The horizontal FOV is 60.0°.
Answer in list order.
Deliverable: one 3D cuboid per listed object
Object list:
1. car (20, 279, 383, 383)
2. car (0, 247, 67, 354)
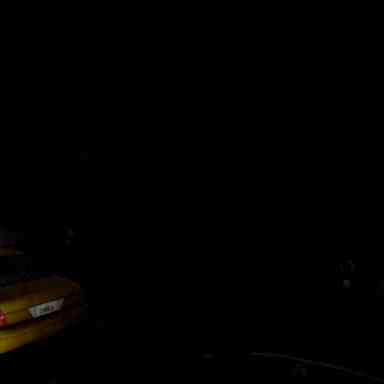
[{"bbox_3d":[0.813,1.566,2.499,4.313,1.339,1.947,0,0,35],"label":"car"},{"bbox_3d":[-3.826,1.525,5.800,4.829,1.417,1.752,0,0,35],"label":"car"}]
